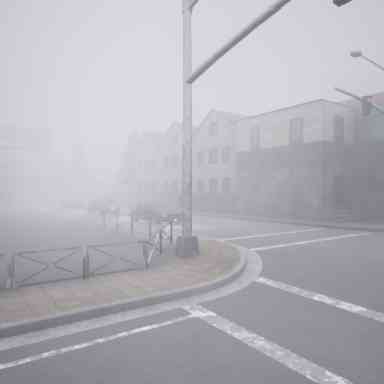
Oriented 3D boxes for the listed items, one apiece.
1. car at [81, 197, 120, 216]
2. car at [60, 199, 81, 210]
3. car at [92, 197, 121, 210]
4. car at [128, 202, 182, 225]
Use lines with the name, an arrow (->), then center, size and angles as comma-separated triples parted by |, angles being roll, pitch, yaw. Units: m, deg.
car -> -8.291, 1.315, 30.995 | 2.128, 1.511, 4.902 | 0, 0, -35
car -> -14.109, 1.425, 39.269 | 1.895, 1.301, 4.718 | 0, 0, -35
car -> -10.476, 1.329, 40.454 | 1.837, 1.490, 4.892 | 0, 0, -35
car -> -2.549, 1.371, 22.874 | 2.033, 1.411, 5.357 | 0, 0, -35
